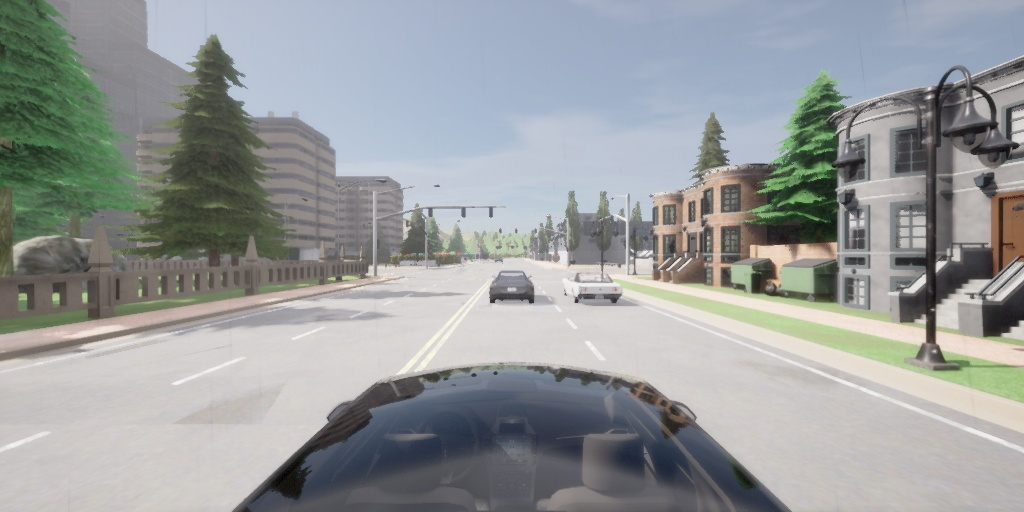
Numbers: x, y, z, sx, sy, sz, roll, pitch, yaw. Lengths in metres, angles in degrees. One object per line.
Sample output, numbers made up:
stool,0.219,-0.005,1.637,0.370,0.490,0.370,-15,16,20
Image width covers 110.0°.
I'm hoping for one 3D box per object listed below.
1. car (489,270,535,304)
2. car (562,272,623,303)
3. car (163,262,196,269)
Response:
car,0.000,1.321,16.500,1.994,1.385,4.181,0,0,0
car,3.500,1.365,16.530,1.895,1.301,4.718,0,0,0
car,-44.455,1.244,46.168,4.902,1.511,2.128,0,0,0
